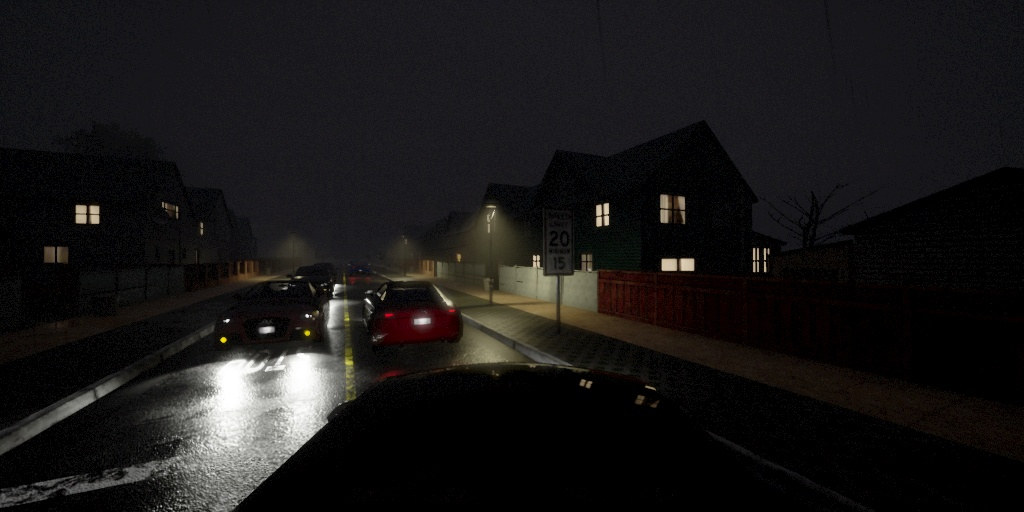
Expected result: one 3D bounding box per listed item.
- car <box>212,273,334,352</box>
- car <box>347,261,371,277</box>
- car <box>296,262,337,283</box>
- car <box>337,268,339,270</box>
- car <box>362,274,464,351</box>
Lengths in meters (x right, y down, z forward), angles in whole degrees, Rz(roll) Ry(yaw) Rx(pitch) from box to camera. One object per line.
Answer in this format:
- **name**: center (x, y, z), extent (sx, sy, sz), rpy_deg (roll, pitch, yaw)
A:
- **car**: center (-5.777, 1.318, 9.071), extent (1.994, 1.385, 4.181), rpy_deg (0, 0, -24)
- **car**: center (-15.575, 1.232, 36.640), extent (1.882, 1.535, 5.008), rpy_deg (0, 0, -25)
- **car**: center (-10.140, 1.260, 18.309), extent (1.837, 1.490, 4.892), rpy_deg (0, 0, -25)
- **car**: center (-14.346, 1.259, 27.258), extent (1.837, 1.490, 4.892), rpy_deg (0, 1, -25)
- **car**: center (-2.698, 1.315, 9.198), extent (1.994, 1.385, 4.181), rpy_deg (0, 0, -25)
